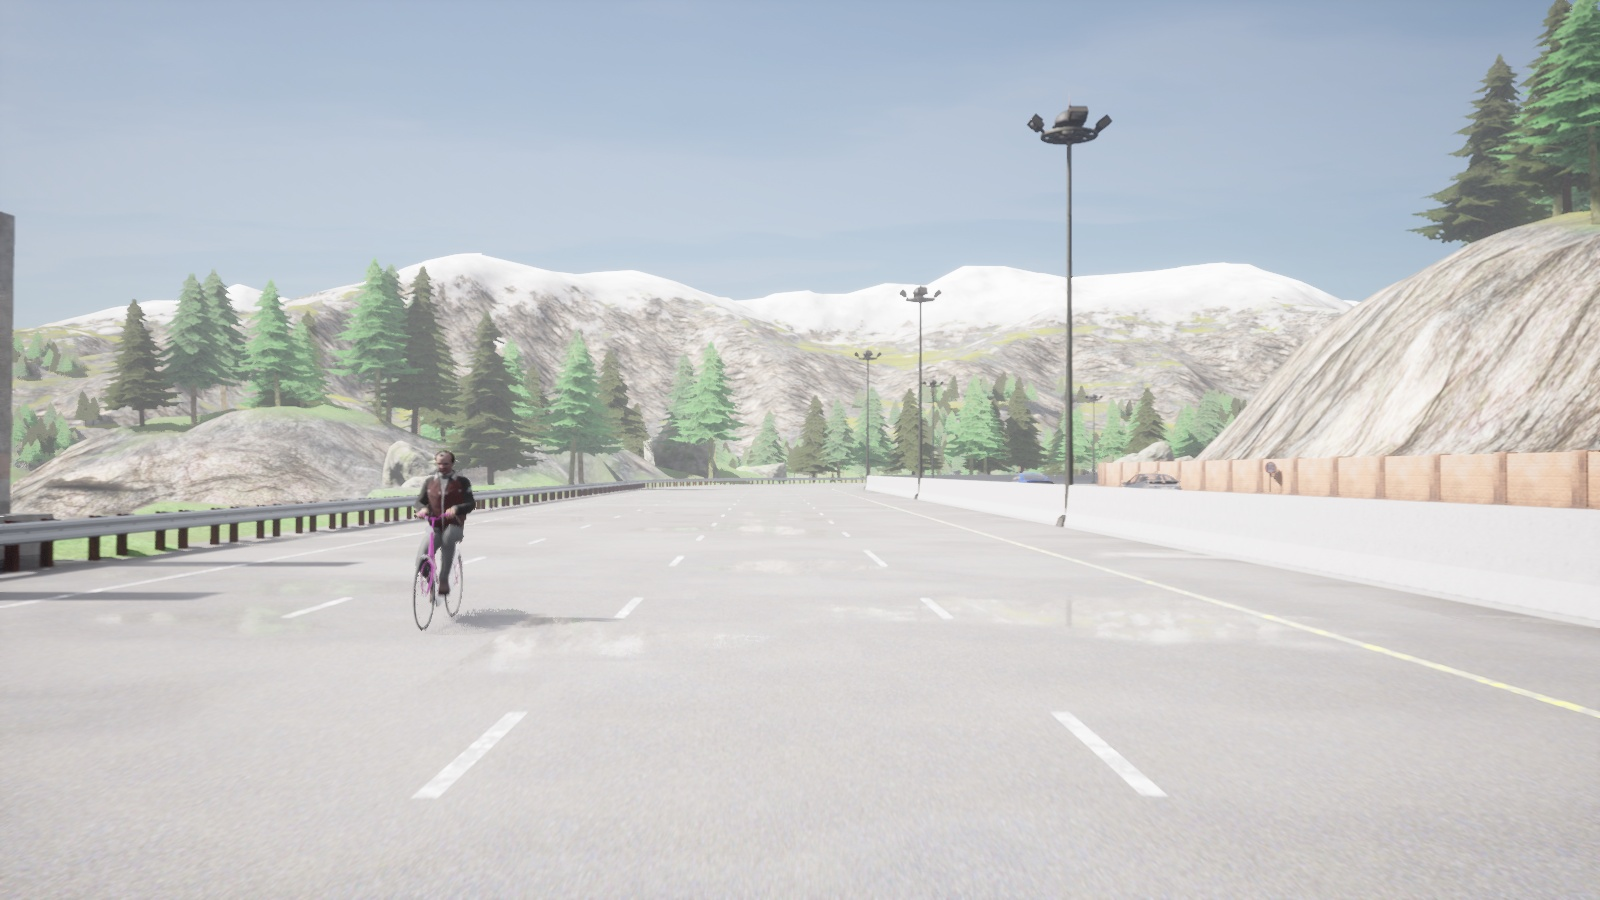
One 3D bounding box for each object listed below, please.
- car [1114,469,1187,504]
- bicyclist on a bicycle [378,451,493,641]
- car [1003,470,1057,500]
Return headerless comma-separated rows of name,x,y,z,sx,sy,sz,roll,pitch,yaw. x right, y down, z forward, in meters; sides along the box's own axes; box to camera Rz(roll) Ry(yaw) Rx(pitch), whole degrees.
car,16.233,1.674,58.413,2.007,1.525,4.514,0,-1,-1
bicyclist on a bicycle,-3.647,0.912,12.699,0.659,1.776,1.843,0,-1,-1
car,12.483,1.889,68.508,1.882,1.535,5.008,0,-1,-1
